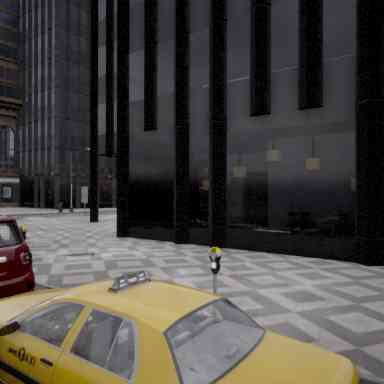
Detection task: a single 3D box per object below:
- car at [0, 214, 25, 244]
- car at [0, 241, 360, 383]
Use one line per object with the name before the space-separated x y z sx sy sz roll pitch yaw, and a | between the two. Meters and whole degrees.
car | -5.140 1.314 6.581 5.009 1.841 2.192 0 0 35
car | -0.845 1.525 3.554 4.829 1.417 1.752 0 0 35
